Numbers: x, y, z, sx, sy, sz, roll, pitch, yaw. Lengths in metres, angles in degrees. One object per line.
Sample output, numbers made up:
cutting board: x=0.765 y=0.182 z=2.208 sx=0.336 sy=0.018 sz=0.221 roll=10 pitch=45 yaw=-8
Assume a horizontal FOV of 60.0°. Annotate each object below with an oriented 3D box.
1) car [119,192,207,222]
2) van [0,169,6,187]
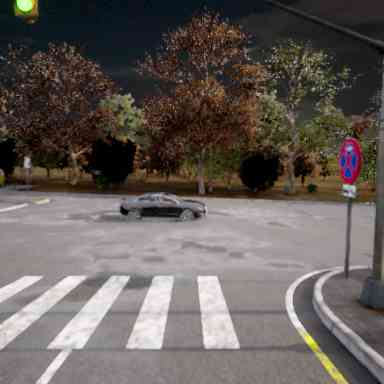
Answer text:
car: x=-1.628 y=0.785 z=18.622 sx=4.902 sy=1.511 sz=2.128 roll=0 pitch=5 yaw=4
van: x=-20.358 y=-1.336 z=33.559 sx=1.878 sy=1.987 sz=4.442 roll=1 pitch=5 yaw=-14
